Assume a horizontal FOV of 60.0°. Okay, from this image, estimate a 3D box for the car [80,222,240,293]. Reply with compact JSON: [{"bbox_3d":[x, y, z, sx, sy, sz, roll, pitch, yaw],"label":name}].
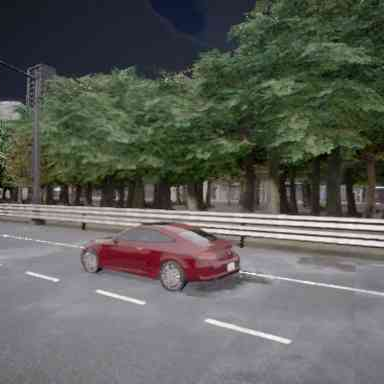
[{"bbox_3d":[-0.986,1.528,8.874,4.674,1.442,1.812,0,0,36],"label":"car"}]
